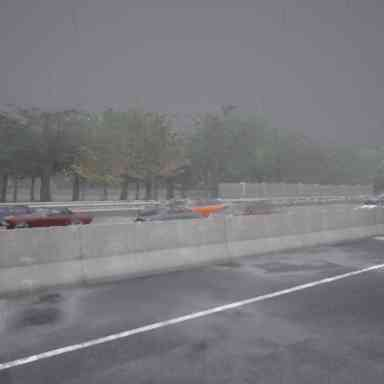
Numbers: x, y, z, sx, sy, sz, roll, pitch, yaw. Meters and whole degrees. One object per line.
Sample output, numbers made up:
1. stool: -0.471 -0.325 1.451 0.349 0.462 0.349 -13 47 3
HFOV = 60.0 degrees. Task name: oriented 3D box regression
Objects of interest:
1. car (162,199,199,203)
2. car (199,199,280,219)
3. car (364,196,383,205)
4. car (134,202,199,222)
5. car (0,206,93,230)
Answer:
1. car: 0.378 1.327 25.743 4.553 1.767 2.097 0 0 -35
2. car: 2.979 1.335 19.003 4.553 1.767 2.097 0 0 -35
3. car: 27.232 1.232 49.119 4.181 1.385 1.994 -1 0 -35
4. car: -1.360 1.554 20.211 4.181 1.385 1.994 0 0 -35
5. car: -8.363 1.599 19.398 4.718 1.301 1.895 0 0 -35
